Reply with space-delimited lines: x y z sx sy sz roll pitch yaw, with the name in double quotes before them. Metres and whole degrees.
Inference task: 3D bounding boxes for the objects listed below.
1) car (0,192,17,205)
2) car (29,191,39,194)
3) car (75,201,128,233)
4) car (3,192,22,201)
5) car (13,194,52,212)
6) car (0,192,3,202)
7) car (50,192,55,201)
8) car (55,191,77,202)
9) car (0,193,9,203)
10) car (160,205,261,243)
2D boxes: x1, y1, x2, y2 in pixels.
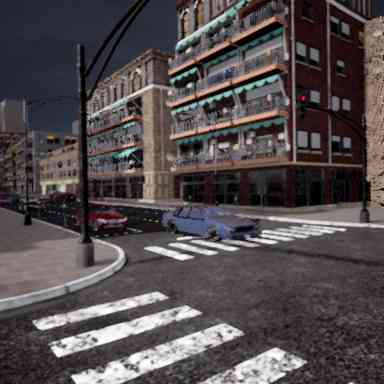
"car" -25.510 1.000 45.315 1.802 1.307 4.206 -1 1 -37
"car" -32.606 0.533 68.665 1.752 1.417 4.829 -1 1 -37
"car" -4.976 1.337 18.045 1.802 1.307 4.206 -1 1 -37
"car" -30.617 0.672 56.552 2.033 1.411 5.357 -2 2 -37
"car" -15.244 1.132 31.679 2.008 1.369 4.403 -1 1 -37
"car" -32.357 0.756 54.404 1.967 1.590 4.097 -1 1 -37
"car" -22.238 0.599 54.893 1.967 1.590 4.097 -1 1 -37
"car" -18.814 0.776 50.349 1.947 1.339 4.313 -1 1 -37
"car" -28.934 0.911 49.860 1.887 1.381 4.507 -1 1 -37
"car" 0.562 1.298 15.147 2.033 1.411 5.357 -2 2 -37
